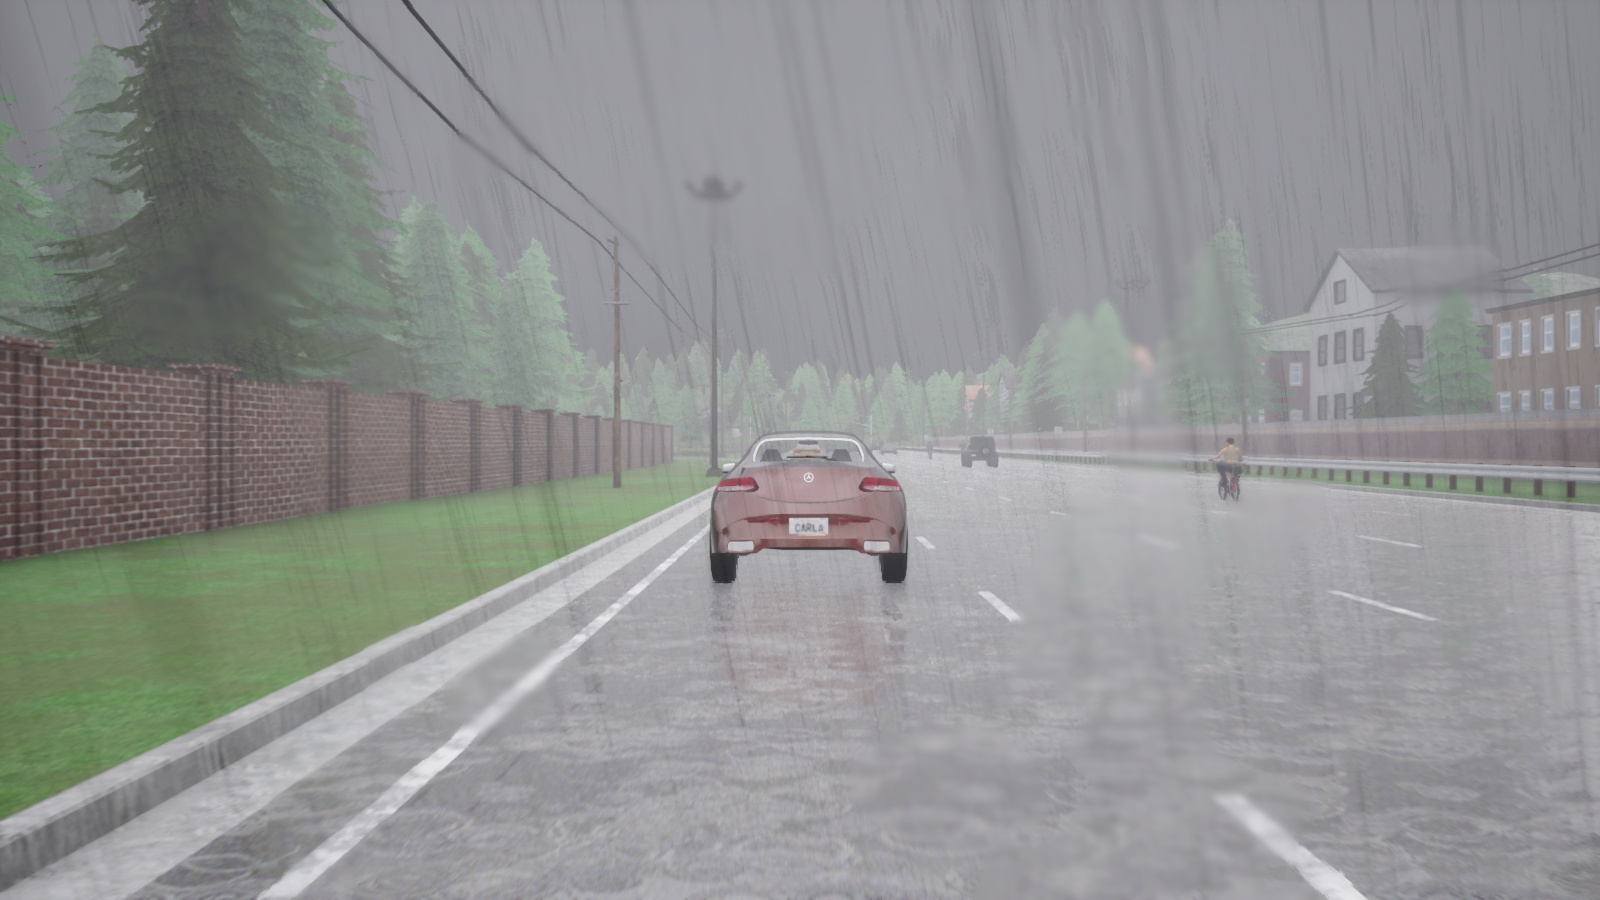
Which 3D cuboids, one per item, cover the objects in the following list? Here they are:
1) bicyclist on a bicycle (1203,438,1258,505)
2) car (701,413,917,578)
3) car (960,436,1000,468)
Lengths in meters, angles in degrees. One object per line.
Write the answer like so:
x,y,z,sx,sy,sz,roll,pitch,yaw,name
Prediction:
10.688,0.516,31.211,0.866,1.612,1.509,0,0,1,bicyclist on a bicycle
0.102,0.440,15.044,2.152,1.651,5.027,0,0,0,car
10.953,0.120,76.512,1.905,1.878,3.866,0,0,0,car
